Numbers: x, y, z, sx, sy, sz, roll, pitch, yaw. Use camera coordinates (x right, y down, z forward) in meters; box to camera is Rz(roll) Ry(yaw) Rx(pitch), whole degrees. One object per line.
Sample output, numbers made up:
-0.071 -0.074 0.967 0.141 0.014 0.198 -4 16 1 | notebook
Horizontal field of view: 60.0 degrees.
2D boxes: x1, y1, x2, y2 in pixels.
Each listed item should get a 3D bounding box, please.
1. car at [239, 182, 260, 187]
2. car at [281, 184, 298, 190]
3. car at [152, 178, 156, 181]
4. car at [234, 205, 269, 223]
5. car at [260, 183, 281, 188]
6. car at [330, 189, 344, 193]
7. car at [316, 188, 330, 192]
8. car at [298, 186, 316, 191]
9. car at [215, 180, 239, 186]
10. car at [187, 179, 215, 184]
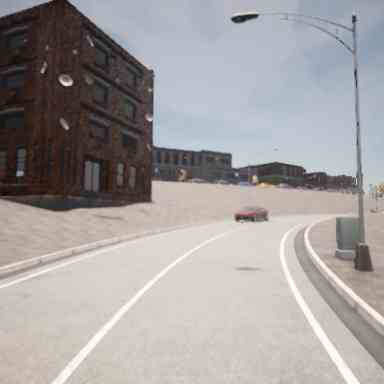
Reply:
11.270 -1.335 70.120 4.674 1.452 2.002 3 -5 -26 | car
21.039 -0.990 75.321 4.553 1.767 2.185 3 -6 -28 | car
-8.613 -2.341 60.735 4.553 1.767 2.185 2 -5 -25 | car
5.603 1.987 30.937 1.882 1.535 5.008 -3 -3 32 | car
16.193 -1.124 72.671 5.008 1.535 2.097 3 -5 -27 | car
35.300 -0.032 83.895 4.892 1.521 2.231 3 -6 -32 | car
30.721 -0.273 81.003 4.674 1.452 2.002 3 -6 -31 | car
25.997 -0.558 78.162 4.792 1.488 2.163 3 -6 -30 | car
6.293 -1.612 67.682 4.892 1.521 2.231 2 -5 -25 | car
1.297 -1.823 65.345 4.892 1.521 2.231 2 -5 -25 | car
